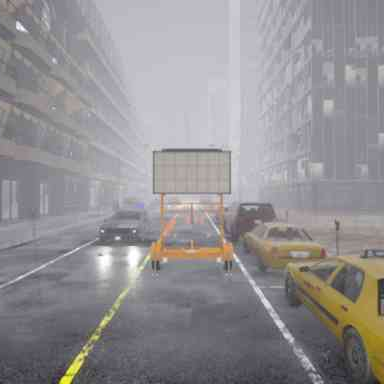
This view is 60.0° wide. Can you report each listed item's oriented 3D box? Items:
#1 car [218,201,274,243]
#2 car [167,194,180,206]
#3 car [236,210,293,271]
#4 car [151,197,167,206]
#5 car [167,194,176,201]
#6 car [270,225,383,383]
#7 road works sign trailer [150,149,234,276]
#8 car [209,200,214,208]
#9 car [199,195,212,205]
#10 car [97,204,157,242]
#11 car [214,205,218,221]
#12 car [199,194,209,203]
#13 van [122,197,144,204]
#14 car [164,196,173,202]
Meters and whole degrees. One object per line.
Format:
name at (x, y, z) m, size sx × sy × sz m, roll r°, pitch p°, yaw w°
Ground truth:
car at (2.705, 1.319, 15.973) m, size 2.192 × 1.841 × 5.009 m, roll 1°, pitch 0°, yaw 0°
car at (-3.083, 1.547, 58.197) m, size 1.882 × 1.535 × 5.008 m, roll 0°, pitch 0°, yaw 0°
car at (2.702, 1.527, 10.621) m, size 1.752 × 1.417 × 4.829 m, roll 1°, pitch 0°, yaw 0°
car at (-5.682, 1.642, 54.633) m, size 1.802 × 1.307 × 4.206 m, roll 1°, pitch 0°, yaw 0°
car at (-5.682, 1.504, 93.294) m, size 2.192 × 1.841 × 5.009 m, roll 1°, pitch 0°, yaw 0°
car at (2.702, 1.526, 5.098) m, size 1.752 × 1.417 × 4.829 m, roll 1°, pitch 0°, yaw 0°
road works sign trailer at (0.000, 0.466, 10.325) m, size 2.380 × 3.560 × 2.880 m, roll 0°, pitch 0°, yaw 0°
car at (2.701, 1.557, 27.019) m, size 1.887 × 1.381 × 4.507 m, roll 1°, pitch 0°, yaw 0°
car at (2.697, 1.641, 60.155) m, size 1.947 × 1.339 × 4.313 m, roll 1°, pitch 0°, yaw 0°
car at (-3.101, 1.552, 16.551) m, size 2.033 × 1.411 × 5.357 m, roll 0°, pitch 0°, yaw 0°
car at (2.701, 1.573, 21.495) m, size 1.947 × 1.339 × 4.313 m, roll 1°, pitch 0°, yaw 0°
car at (2.699, 1.439, 76.726) m, size 2.192 × 1.841 × 5.009 m, roll 1°, pitch 0°, yaw 0°
van at (-5.676, 1.359, 32.543) m, size 1.690 × 1.788 × 3.998 m, roll 1°, pitch 0°, yaw 0°
car at (-5.684, 1.689, 82.247) m, size 1.887 × 1.381 × 4.507 m, roll 1°, pitch 0°, yaw 0°
